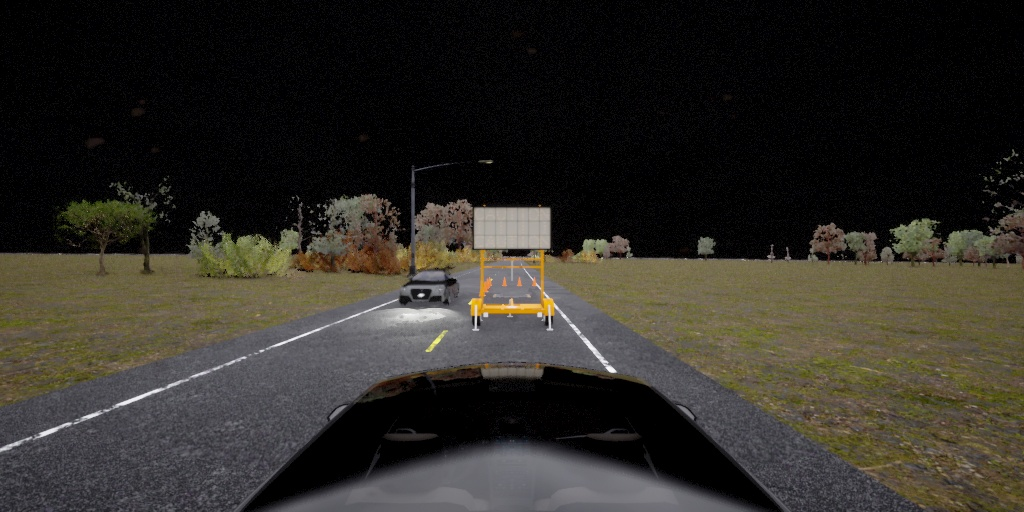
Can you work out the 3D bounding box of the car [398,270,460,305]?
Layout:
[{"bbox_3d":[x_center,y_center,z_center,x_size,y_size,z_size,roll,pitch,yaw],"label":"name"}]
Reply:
[{"bbox_3d":[-3.508,1.320,15.817,1.994,1.385,4.181,0,0,0],"label":"car"}]

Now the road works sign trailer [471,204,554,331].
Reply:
[{"bbox_3d":[0.004,0.218,11.028,2.380,3.560,2.880,0,0,-1],"label":"road works sign trailer"}]
